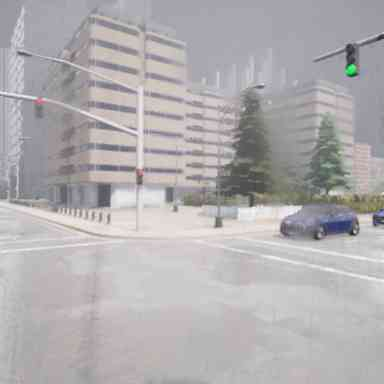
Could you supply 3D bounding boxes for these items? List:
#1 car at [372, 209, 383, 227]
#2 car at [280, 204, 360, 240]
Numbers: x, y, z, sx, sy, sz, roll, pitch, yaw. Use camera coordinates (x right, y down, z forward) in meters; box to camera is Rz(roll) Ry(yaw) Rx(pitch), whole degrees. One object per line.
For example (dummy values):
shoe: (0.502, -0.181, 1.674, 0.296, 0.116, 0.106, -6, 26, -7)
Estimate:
car: (14.198, 1.593, 22.667, 5.008, 1.535, 1.882, 0, 0, -35)
car: (6.716, 1.425, 17.427, 4.553, 1.767, 2.097, 0, 0, -34)
